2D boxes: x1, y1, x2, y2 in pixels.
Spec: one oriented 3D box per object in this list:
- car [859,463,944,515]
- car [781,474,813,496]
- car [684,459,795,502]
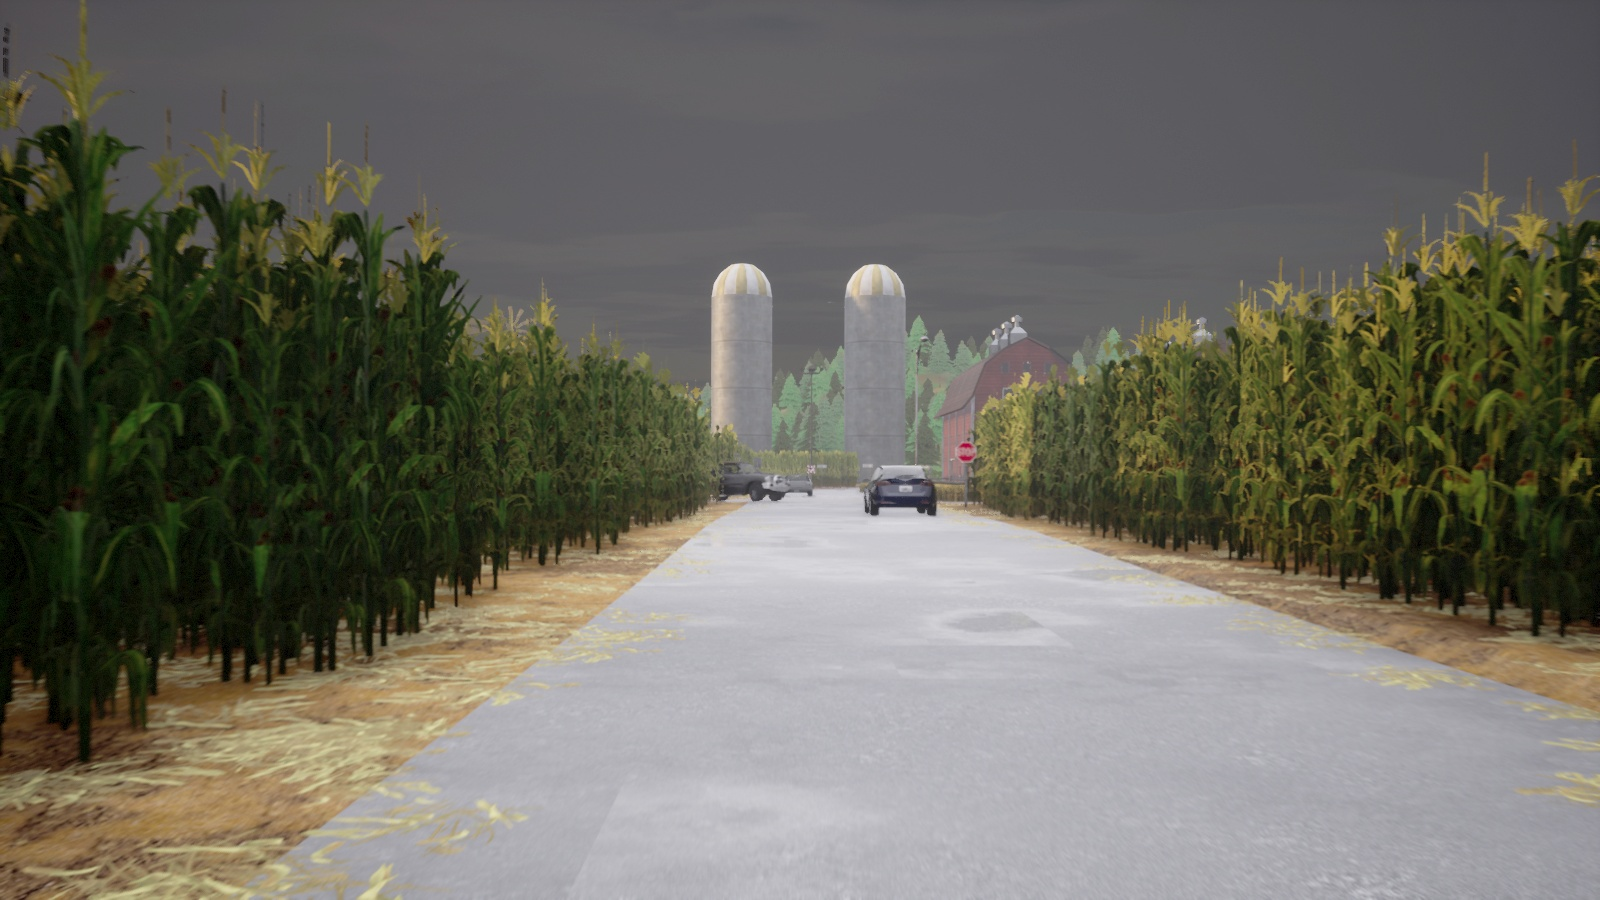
[{"bbox_3d":[3.006,1.181,38.125,2.163,1.488,4.792,0,-2,0],"label":"car"},{"bbox_3d":[-0.182,2.095,74.944,1.895,1.301,4.718,0,-2,0],"label":"car"},{"bbox_3d":[-2.710,1.398,56.106,4.605,1.855,1.932,-2,-3,29],"label":"car"}]
